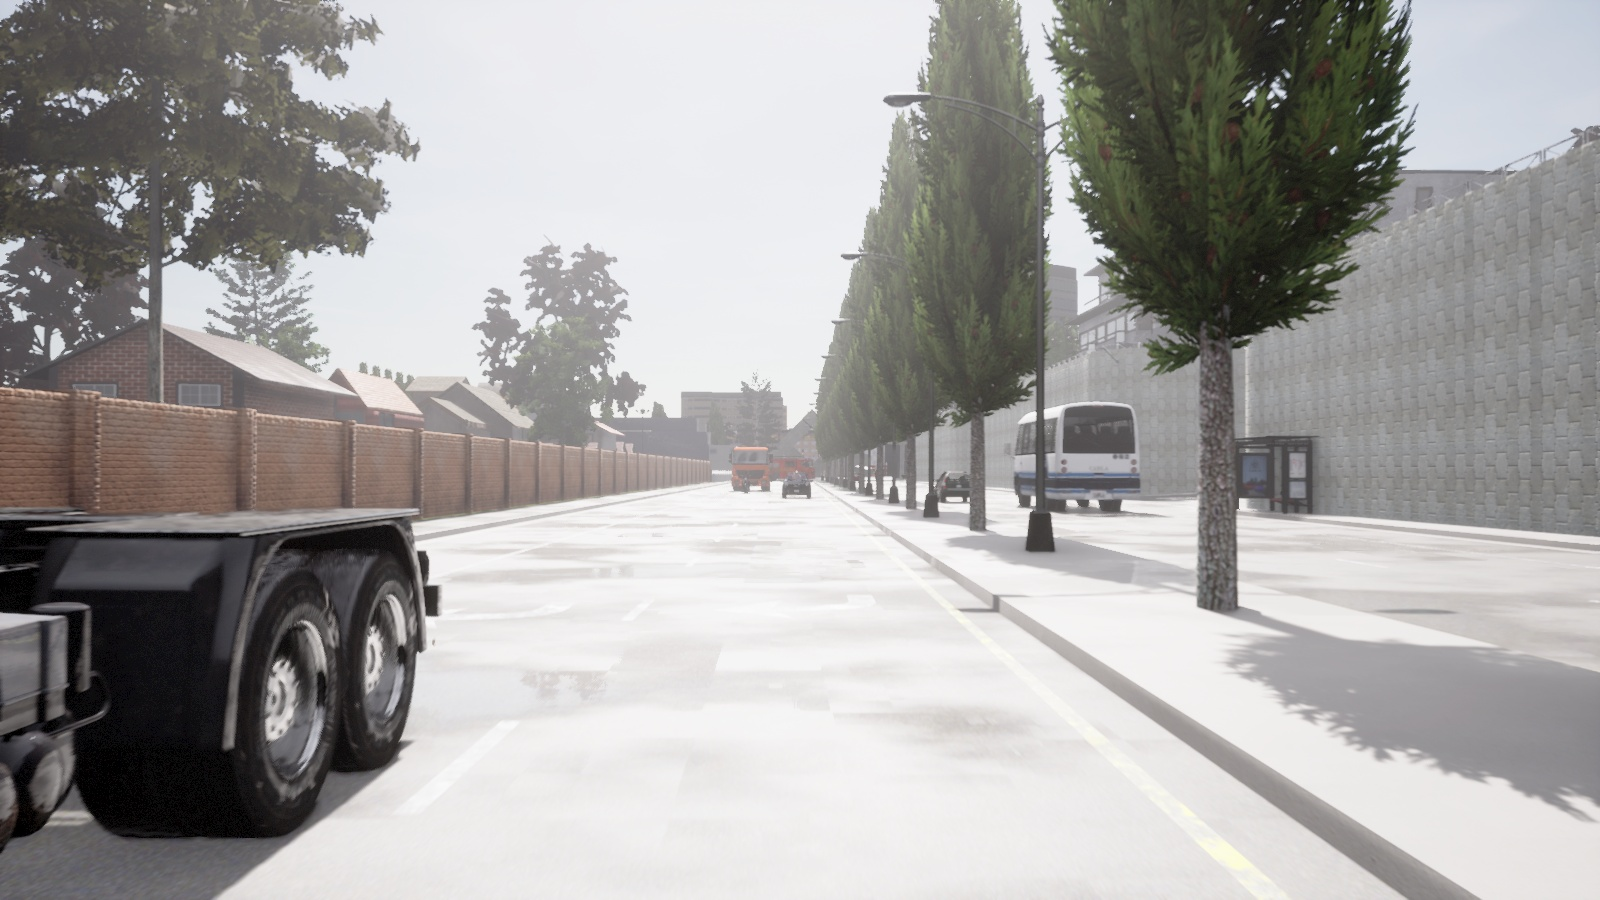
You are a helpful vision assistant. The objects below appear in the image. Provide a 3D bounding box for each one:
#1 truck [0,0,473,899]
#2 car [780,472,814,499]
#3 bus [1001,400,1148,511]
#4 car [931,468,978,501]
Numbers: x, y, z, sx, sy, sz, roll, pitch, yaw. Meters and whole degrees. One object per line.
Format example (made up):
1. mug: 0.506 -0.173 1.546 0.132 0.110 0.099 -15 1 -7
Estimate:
1. truck: -3.514 -0.089 3.998 2.891 3.462 7.936 0 -1 0
2. car: -0.174 2.032 71.819 1.845 1.501 3.633 0 -1 0
3. bus: 11.365 0.277 53.341 3.944 4.253 10.273 0 -1 0
4. car: 7.843 1.749 64.084 1.851 1.617 3.988 0 -1 0
